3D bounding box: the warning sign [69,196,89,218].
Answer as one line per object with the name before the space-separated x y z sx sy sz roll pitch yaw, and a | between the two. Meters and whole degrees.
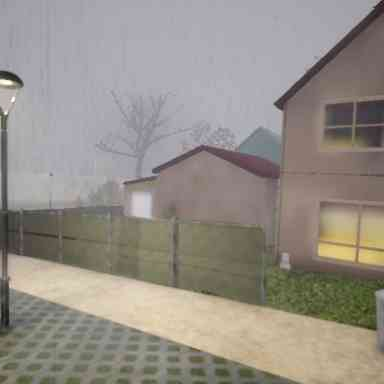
warning sign | -10.477 1.349 30.886 1.300 1.860 1.060 4 3 31
